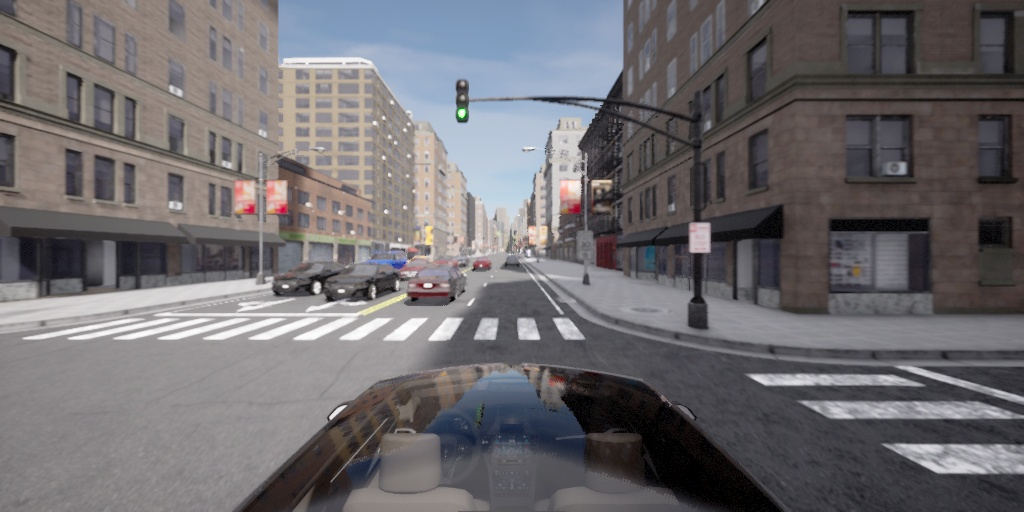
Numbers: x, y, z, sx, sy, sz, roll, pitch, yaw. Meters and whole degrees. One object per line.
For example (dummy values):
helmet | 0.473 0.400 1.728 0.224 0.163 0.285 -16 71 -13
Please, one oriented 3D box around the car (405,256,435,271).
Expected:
car | -9.774 0.754 38.529 1.882 1.535 5.008 0 1 0

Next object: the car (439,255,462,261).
car | -6.555 0.667 35.393 2.097 1.767 4.553 0 1 0

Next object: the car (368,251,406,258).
car | -9.841 0.634 28.268 2.150 2.045 5.566 0 1 -1

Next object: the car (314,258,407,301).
car | -6.588 1.044 16.311 1.882 1.535 5.008 0 1 0

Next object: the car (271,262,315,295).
car | -9.840 1.023 18.098 1.882 1.535 5.008 0 1 1

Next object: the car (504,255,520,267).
car | 0.001 0.716 47.145 1.994 1.385 4.181 0 1 0

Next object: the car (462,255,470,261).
car | -6.499 0.668 45.735 2.128 1.511 4.902 0 1 0

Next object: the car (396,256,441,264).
car | -6.589 0.971 25.517 1.812 1.442 4.674 0 1 0

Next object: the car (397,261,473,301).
car | -3.152 1.116 15.902 2.033 1.411 5.357 0 1 0

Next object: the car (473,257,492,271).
car | -3.163 0.792 38.864 1.812 1.442 4.674 0 1 0
